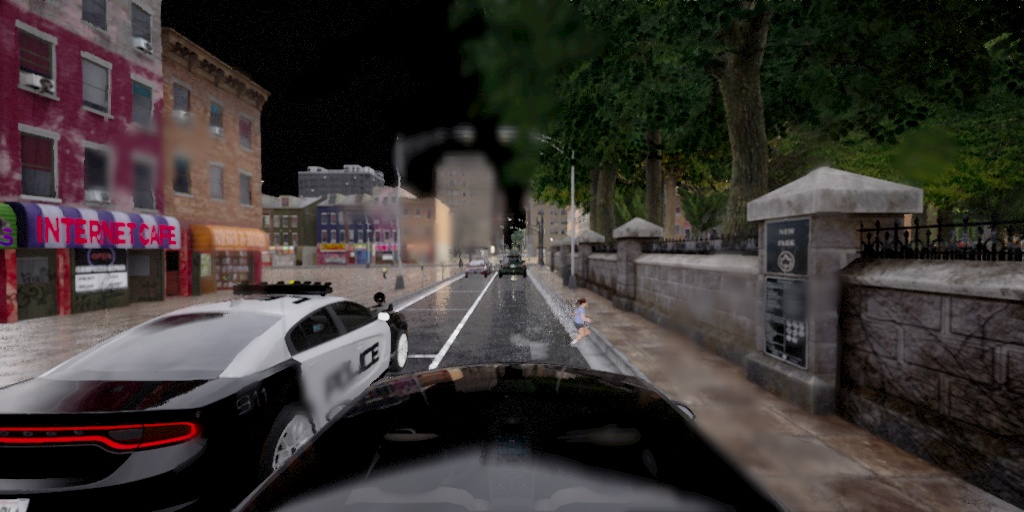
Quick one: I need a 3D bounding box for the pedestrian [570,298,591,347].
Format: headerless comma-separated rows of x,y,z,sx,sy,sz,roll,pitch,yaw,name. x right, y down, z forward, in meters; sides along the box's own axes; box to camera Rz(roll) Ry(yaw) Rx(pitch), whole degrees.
1.416,1.339,7.538,0.500,1.100,0.500,0,1,0,pedestrian

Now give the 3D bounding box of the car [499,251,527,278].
0.042,0.714,28.228,2.097,1.767,4.553,0,1,0,car

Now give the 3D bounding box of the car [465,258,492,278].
-2.670,0.945,28.123,1.802,1.307,4.207,0,0,0,car

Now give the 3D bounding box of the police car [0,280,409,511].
-2.752,1.134,4.523,1.930,1.638,5.238,0,1,0,police car
